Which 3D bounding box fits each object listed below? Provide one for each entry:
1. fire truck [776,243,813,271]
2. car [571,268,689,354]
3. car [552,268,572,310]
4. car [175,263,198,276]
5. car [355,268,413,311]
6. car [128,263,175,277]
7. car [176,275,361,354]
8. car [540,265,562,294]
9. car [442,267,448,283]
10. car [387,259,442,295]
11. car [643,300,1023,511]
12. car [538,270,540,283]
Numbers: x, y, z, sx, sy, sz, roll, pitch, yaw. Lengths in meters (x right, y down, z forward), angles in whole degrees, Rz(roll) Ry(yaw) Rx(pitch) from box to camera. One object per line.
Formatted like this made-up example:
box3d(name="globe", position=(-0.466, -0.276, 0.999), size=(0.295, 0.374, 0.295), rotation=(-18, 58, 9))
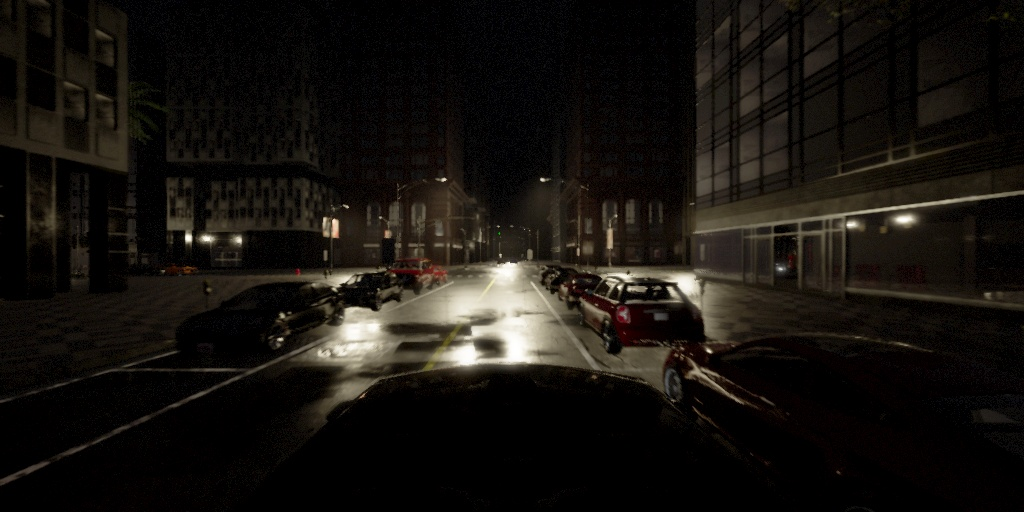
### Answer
box3d(name="fire truck", position=(39.641, -0.063, 46.854), size=(8.468, 3.827, 2.891), rotation=(0, 0, 1))
box3d(name="car", position=(2.856, 1.191, 8.803), size=(1.967, 1.591, 4.097), rotation=(0, 0, 0))
box3d(name="car", position=(2.855, 1.337, 14.442), size=(1.802, 1.307, 4.207), rotation=(0, 0, 0))
box3d(name="car", position=(-42.124, 1.639, 44.805), size=(5.008, 1.535, 1.882), rotation=(-1, 0, 1))
box3d(name="car", position=(-5.671, 1.320, 14.444), size=(1.948, 1.339, 4.313), rotation=(0, 0, 0))
box3d(name="car", position=(-42.821, 1.669, 41.553), size=(4.902, 1.511, 2.128), rotation=(-1, 0, 1))
box3d(name="car", position=(-5.670, 1.317, 8.806), size=(1.948, 1.339, 4.313), rotation=(0, 0, 0))
box3d(name="car", position=(2.854, 1.325, 20.080), size=(1.948, 1.339, 4.313), rotation=(0, 0, 0))
box3d(name="car", position=(-5.673, 1.347, 25.721), size=(1.802, 1.307, 4.207), rotation=(0, 0, 0))
box3d(name="car", position=(-5.672, 1.073, 20.082), size=(2.192, 1.841, 5.009), rotation=(0, 0, 0))
box3d(name="car", position=(2.857, 1.332, 3.163), size=(1.802, 1.307, 4.207), rotation=(0, 0, 0))
box3d(name="car", position=(2.853, 1.331, 25.721), size=(1.948, 1.339, 4.313), rotation=(0, 0, 0))
